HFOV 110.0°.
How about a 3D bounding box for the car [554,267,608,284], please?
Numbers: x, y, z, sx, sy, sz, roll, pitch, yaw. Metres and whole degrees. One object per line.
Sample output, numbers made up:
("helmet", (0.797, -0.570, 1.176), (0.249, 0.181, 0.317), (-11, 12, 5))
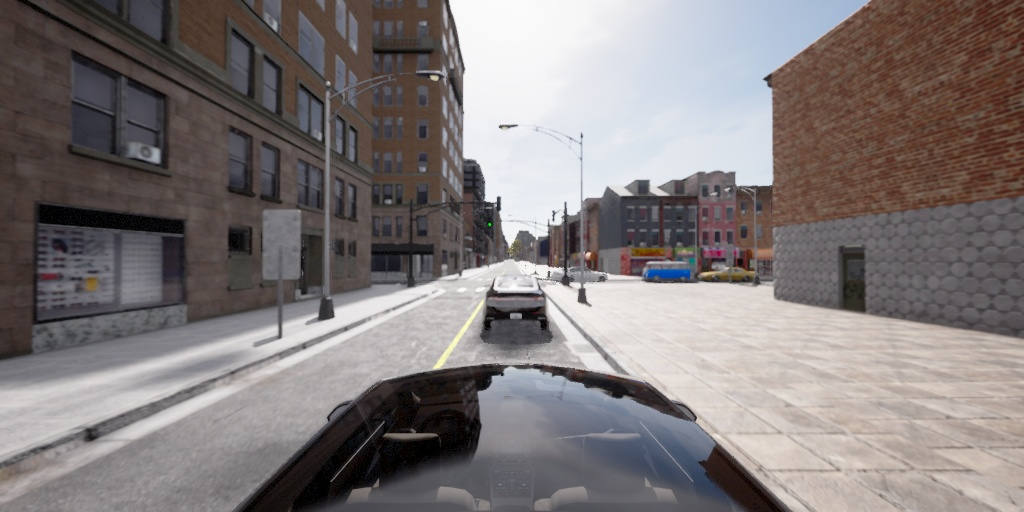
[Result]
("car", (5.559, 1.587, 29.304), (4.674, 1.442, 1.812), (0, -2, -17))

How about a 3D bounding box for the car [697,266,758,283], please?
("car", (19.199, 1.606, 31.990), (4.829, 1.417, 1.751), (0, 0, 0))

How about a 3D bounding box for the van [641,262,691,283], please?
("van", (13.758, 1.426, 32.002), (3.998, 1.789, 1.690), (0, 0, 0))

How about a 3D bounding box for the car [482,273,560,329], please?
("car", (0.106, 1.353, 11.657), (2.128, 1.511, 4.902), (0, 0, 0))
